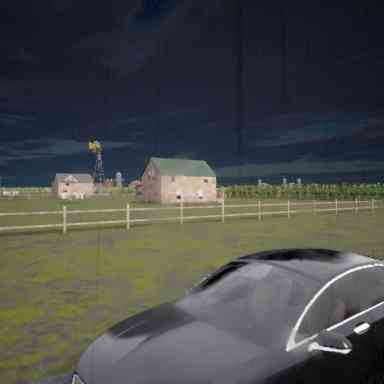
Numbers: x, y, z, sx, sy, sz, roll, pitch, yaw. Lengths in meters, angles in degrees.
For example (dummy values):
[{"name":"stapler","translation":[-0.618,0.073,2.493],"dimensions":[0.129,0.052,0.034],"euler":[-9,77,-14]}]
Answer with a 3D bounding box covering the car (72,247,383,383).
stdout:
[{"name":"car","translation":[1.146,1.504,3.894],"dimensions":[4.892,1.490,1.837],"euler":[0,0,-36]}]
